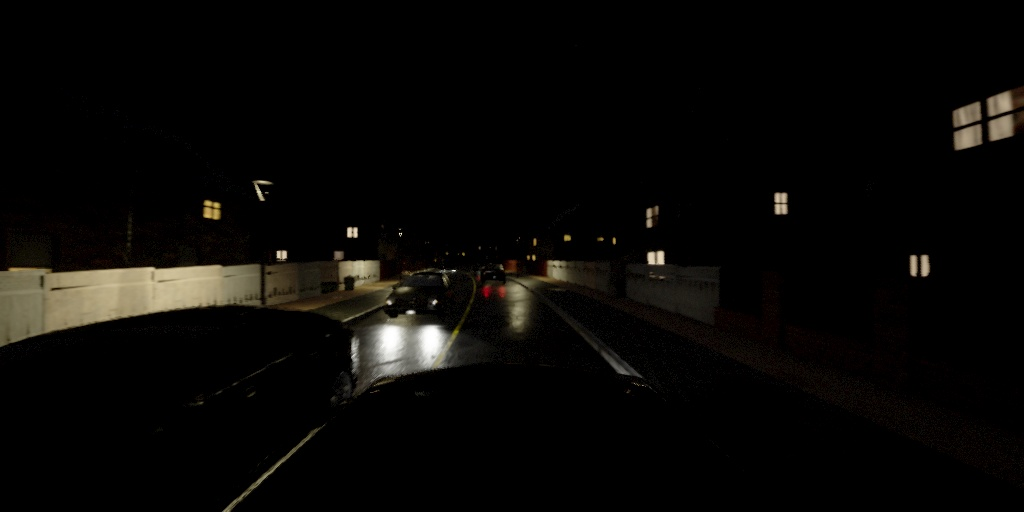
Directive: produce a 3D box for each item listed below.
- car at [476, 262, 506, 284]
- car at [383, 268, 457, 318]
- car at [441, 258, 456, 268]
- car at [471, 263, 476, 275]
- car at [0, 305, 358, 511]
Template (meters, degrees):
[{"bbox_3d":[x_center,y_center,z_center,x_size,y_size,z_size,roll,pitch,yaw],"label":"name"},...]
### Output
[{"bbox_3d":[-1.543,1.347,28.370,2.128,1.511,4.902,0,0,-7],"label":"car"},{"bbox_3d":[-3.182,1.332,13.516,2.033,1.411,5.357,0,0,-3],"label":"car"},{"bbox_3d":[-11.011,1.325,61.584,2.150,2.045,5.566,1,-1,-15],"label":"car"},{"bbox_3d":[-3.662,1.451,42.310,1.837,1.490,4.892,0,0,-10],"label":"car"},{"bbox_3d":[-2.915,1.261,2.850,1.837,1.490,4.892,0,0,0],"label":"car"}]
